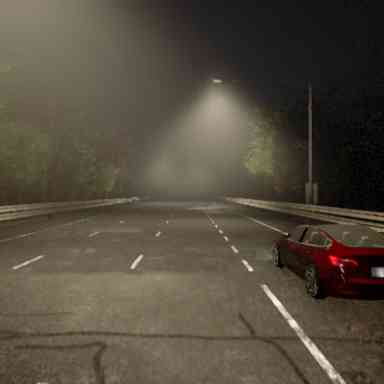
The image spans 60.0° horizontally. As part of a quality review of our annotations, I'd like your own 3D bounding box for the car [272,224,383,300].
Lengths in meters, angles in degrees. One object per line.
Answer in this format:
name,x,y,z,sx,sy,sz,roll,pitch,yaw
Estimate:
car,3.477,1.523,8.466,2.163,1.488,4.792,0,0,0
